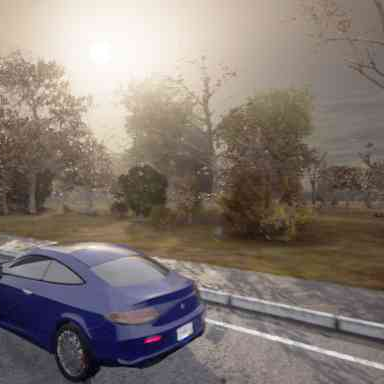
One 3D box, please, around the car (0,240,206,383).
[{"bbox_3d":[-1.959,1.527,5.392,4.674,1.442,1.812,0,0,35],"label":"car"}]
